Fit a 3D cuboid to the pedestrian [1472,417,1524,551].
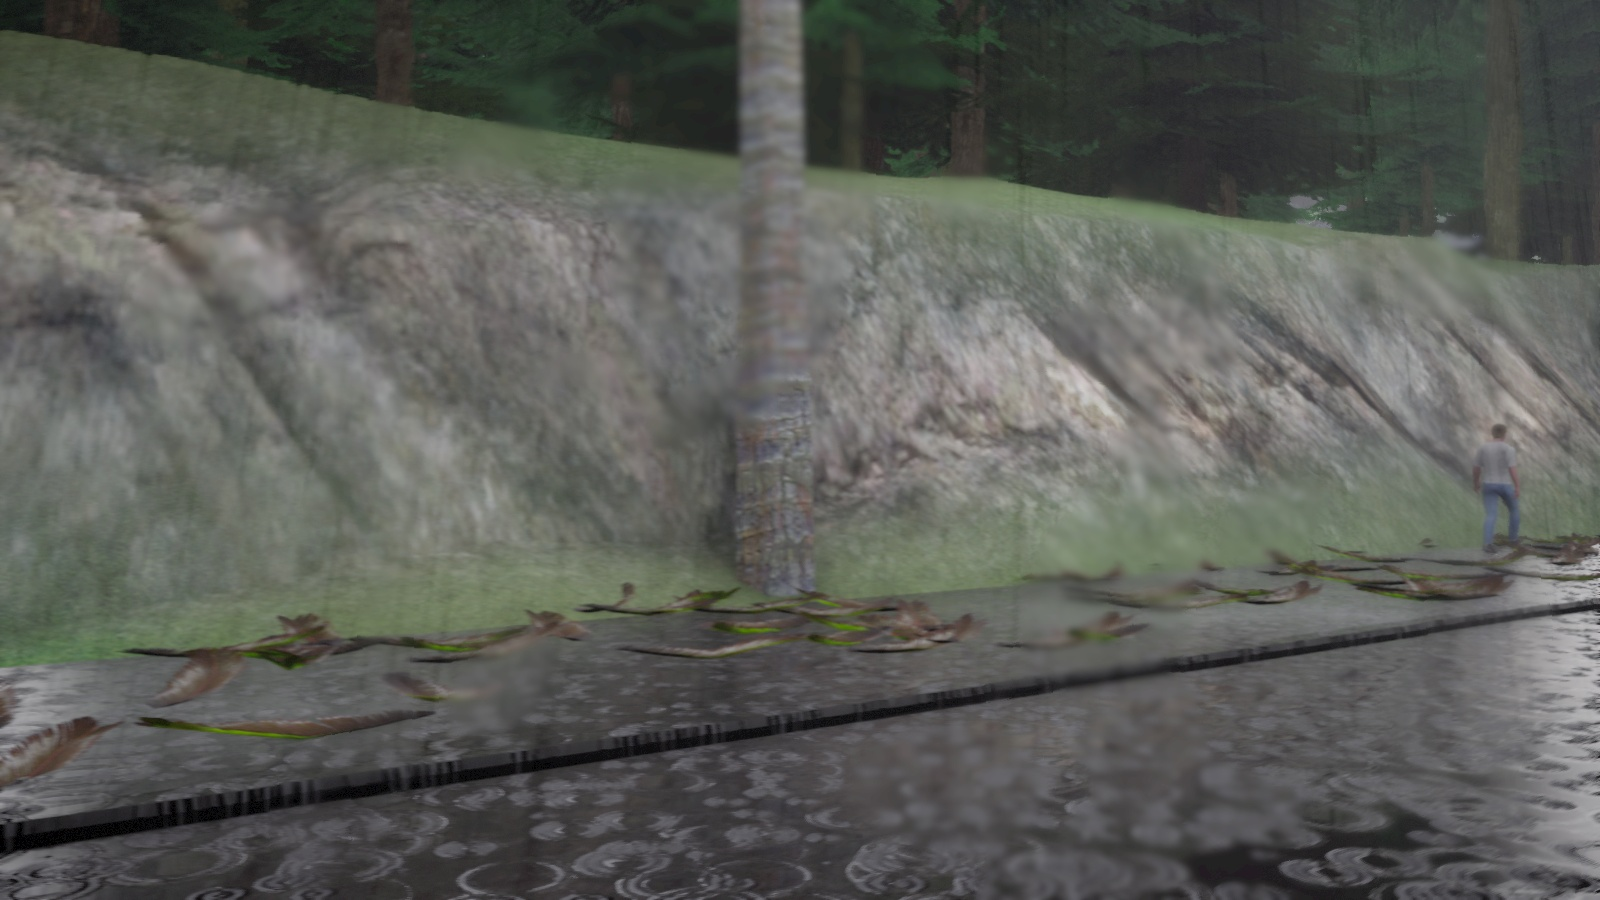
[{"bbox_3d":[9.728,0.468,17.503,0.706,1.836,0.354,0,0,-35],"label":"pedestrian"}]
